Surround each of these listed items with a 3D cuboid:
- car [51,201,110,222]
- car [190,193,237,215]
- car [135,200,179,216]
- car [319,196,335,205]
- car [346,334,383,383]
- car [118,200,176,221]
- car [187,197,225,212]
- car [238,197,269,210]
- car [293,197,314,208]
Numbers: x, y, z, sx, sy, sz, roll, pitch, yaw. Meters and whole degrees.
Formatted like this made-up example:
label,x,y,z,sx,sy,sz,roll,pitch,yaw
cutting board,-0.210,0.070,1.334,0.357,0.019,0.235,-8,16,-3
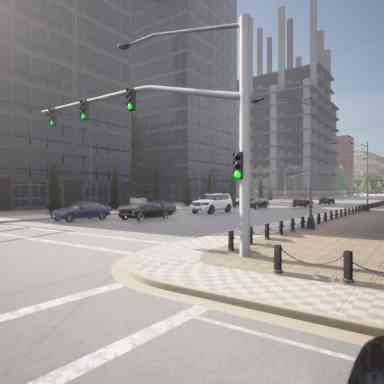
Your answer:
label,x,y,z,sx,sy,sz,roll,pitch,yaw
car,-8.468,1.470,25.645,1.812,1.442,4.674,0,0,38
car,2.109,1.165,34.319,2.150,2.045,5.566,0,0,36
car,-3.389,1.508,32.682,1.994,1.385,4.181,0,0,36
car,23.341,1.449,57.480,1.837,1.490,4.892,0,0,36
car,3.036,1.564,1.803,4.181,1.385,1.994,0,0,36
car,-3.599,1.545,26.404,1.895,1.301,4.718,0,0,36
car,1.751,1.435,39.809,2.128,1.511,4.902,0,0,36
car,8.210,1.422,42.772,1.882,1.535,5.008,0,0,36
car,15.812,1.422,47.017,1.882,1.535,5.008,0,0,36
